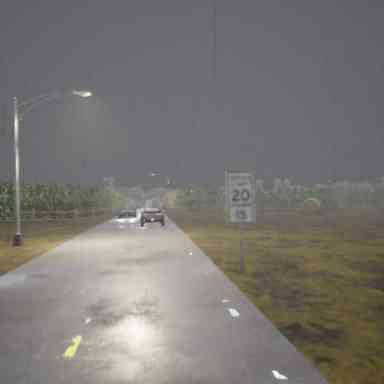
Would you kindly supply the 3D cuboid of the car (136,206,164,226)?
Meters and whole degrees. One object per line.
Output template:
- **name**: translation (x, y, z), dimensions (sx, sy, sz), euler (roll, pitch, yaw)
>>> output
- **car**: translation (-3.332, 1.966, 27.934), dimensions (2.128, 1.511, 4.902), euler (-2, -1, -7)

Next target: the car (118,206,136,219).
- **car**: translation (-7.569, 2.380, 39.564), dimensions (1.994, 1.385, 4.181), euler (-2, -1, -7)
